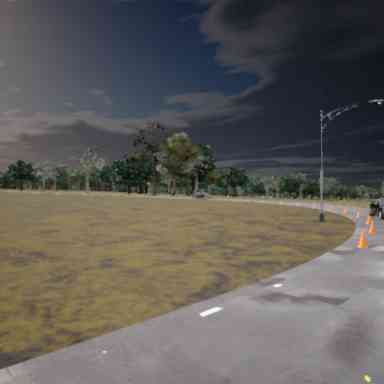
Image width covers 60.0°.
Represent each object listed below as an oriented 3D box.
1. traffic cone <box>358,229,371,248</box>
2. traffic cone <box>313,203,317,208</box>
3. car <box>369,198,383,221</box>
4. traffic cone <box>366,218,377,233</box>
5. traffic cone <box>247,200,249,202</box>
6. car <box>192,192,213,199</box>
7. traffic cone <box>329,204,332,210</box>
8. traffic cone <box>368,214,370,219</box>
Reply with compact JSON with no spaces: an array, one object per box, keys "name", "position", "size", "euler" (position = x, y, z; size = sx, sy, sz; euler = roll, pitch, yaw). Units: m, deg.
[{"name":"traffic cone","position":[6.487,1.793,12.617],"size":[0.340,0.580,0.340],"euler":[0,1,36]},{"name":"traffic cone","position":[14.486,1.539,39.298],"size":[0.340,0.580,0.340],"euler":[0,0,-2]},{"name":"car","position":[14.134,1.202,23.861],"size":[2.128,1.511,4.902],"euler":[0,0,17]},{"name":"traffic cone","position":[9.024,1.743,16.604],"size":[0.340,0.580,0.340],"euler":[0,1,29]},{"name":"traffic cone","position":[9.676,1.350,57.427],"size":[0.340,0.580,0.340],"euler":[0,1,-27]},{"name":"car","position":[2.225,0.712,69.389],"size":[4.902,1.511,2.128],"euler":[1,1,44]},{"name":"traffic cone","position":[14.411,1.579,34.573],"size":[0.340,0.580,0.340],"euler":[0,0,4]},{"name":"traffic cone","position":[11.107,1.698,20.846],"size":[0.340,0.580,0.340],"euler":[0,1,23]}]
